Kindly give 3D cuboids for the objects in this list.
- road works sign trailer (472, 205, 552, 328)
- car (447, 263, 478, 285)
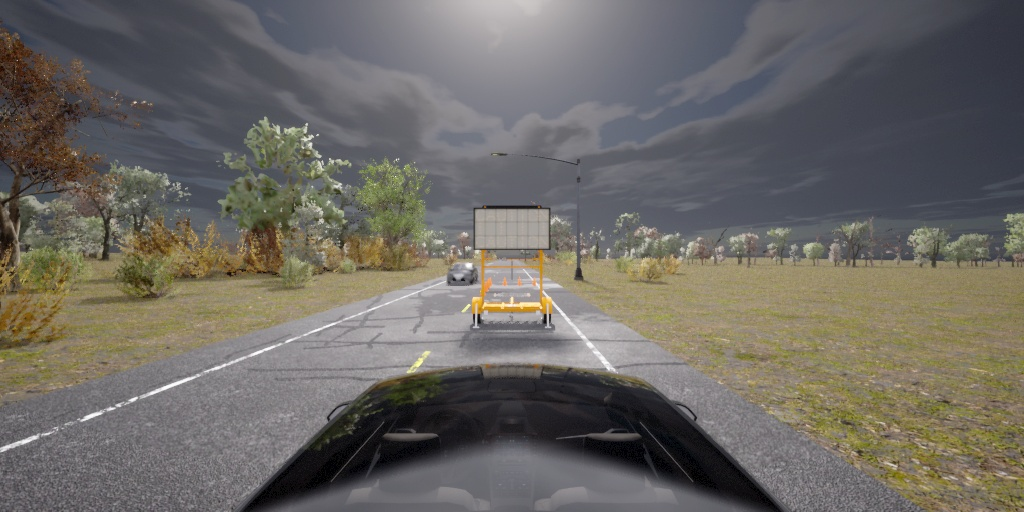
[{"bbox_3d":[0.002,0.216,11.344,2.380,3.560,2.880,0,0,0],"label":"road works sign trailer"},{"bbox_3d":[-3.596,1.249,26.582,2.128,1.511,4.902,0,0,0],"label":"car"}]
